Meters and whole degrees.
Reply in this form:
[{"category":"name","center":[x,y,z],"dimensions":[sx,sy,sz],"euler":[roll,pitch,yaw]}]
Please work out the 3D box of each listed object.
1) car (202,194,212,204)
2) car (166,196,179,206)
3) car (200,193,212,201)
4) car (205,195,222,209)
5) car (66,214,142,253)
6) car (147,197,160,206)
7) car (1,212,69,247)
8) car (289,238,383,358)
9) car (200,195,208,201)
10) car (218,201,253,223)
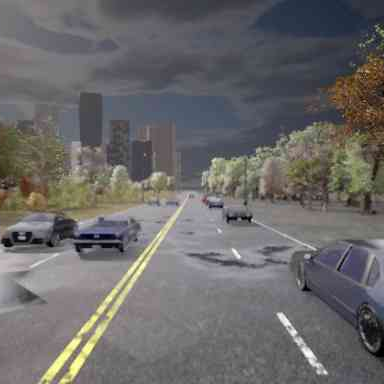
[{"category":"car","center":[3.241,1.564,56.524],"dimensions":[2.163,1.488,4.792],"euler":[0,0,0]},{"category":"car","center":[-3.311,1.418,56.698],"dimensions":[2.097,1.767,4.553],"euler":[0,0,0]},{"category":"car","center":[3.205,1.275,67.526],"dimensions":[2.150,2.045,5.566],"euler":[0,0,0]},{"category":"car","center":[3.252,1.561,45.506],"dimensions":[2.163,1.488,4.792],"euler":[0,0,0]},{"category":"car","center":[-3.350,1.624,13.902],"dimensions":[1.895,1.301,4.718],"euler":[0,0,0]},{"category":"car","center":[-6.556,1.591,57.405],"dimensions":[1.812,1.442,4.674],"euler":[0,0,0]},{"category":"car","center":[-6.599,1.589,14.898],"dimensions":[1.994,1.385,4.181],"euler":[0,0,0]},{"category":"car","center":[3.349,1.555,5.950],"dimensions":[2.033,1.411,5.357],"euler":[0,0,0]},{"category":"car","center":[3.131,1.503,89.505],"dimensions":[1.882,1.535,5.008],"euler":[0,0,0]},{"category":"car","center":[3.352,1.639,25.630],"dimensions":[1.895,1.301,4.718],"euler":[0,0,0]}]
